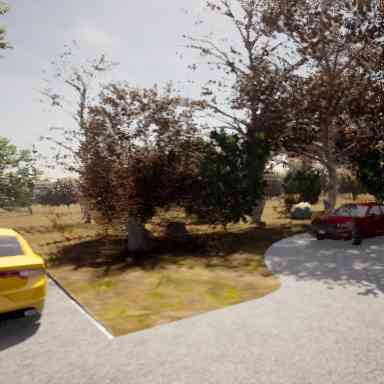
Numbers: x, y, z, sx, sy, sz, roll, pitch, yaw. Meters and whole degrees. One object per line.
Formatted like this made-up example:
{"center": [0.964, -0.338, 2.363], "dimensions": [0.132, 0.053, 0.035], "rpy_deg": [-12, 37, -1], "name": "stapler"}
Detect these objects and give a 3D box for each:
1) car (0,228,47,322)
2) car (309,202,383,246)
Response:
{"center": [-4.421, 1.482, 6.902], "dimensions": [2.097, 1.535, 5.008], "rpy_deg": [1, 0, -36], "name": "car"}
{"center": [7.061, 1.199, 14.007], "dimensions": [5.008, 1.535, 1.882], "rpy_deg": [-2, 0, -32], "name": "car"}
